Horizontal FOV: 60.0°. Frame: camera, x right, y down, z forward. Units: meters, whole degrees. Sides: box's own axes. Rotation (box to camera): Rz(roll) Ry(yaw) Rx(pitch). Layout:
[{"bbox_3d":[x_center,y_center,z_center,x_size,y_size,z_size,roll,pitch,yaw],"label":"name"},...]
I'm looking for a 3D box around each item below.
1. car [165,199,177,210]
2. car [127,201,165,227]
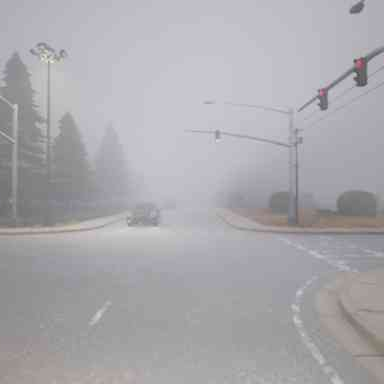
[{"bbox_3d":[-3.431,1.790,50.521,2.097,1.767,4.553,0,-1,0],"label":"car"},{"bbox_3d":[-3.467,1.571,24.794,2.097,1.767,4.553,0,-1,0],"label":"car"}]
